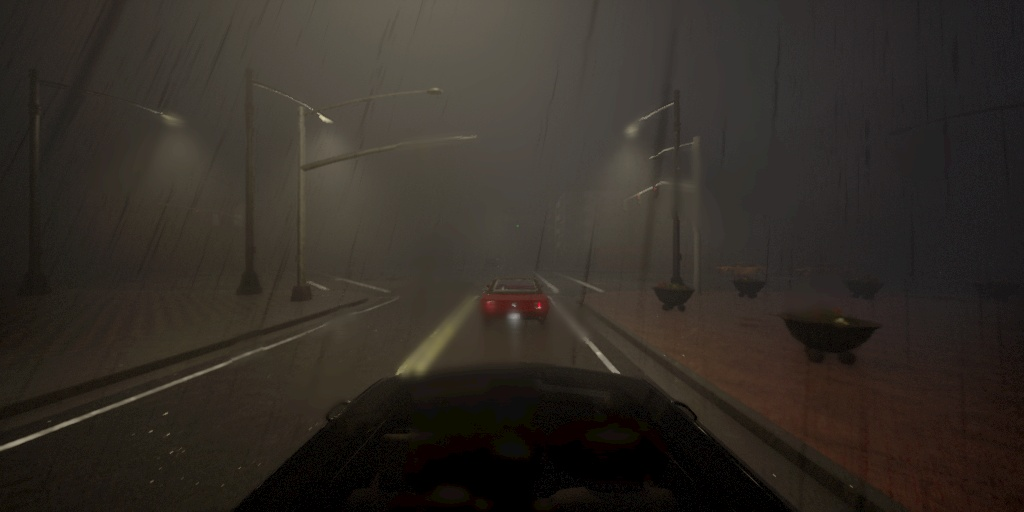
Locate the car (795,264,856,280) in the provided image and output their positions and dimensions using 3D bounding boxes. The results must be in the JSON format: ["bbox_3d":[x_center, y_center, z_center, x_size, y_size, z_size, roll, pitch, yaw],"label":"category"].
[{"bbox_3d":[30.328,1.482,34.770,5.008,1.535,1.882,1,0,0],"label":"car"}]

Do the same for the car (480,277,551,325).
[{"bbox_3d":[0.101,1.325,11.670,1.895,1.301,4.718,0,0,0],"label":"car"}]

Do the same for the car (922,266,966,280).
[{"bbox_3d":[46.843,1.768,38.281,4.674,1.442,1.812,1,0,0],"label":"car"}]

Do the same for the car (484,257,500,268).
[{"bbox_3d":[-3.435,1.079,58.630,1.882,1.535,5.008,0,0,1],"label":"car"}]

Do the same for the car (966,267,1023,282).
[{"bbox_3d":[47.630,1.734,34.775,4.181,1.385,1.994,1,0,0],"label":"car"}]

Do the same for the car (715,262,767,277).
[{"bbox_3d":[24.360,1.384,38.238,5.008,1.535,1.882,1,0,0],"label":"car"}]
